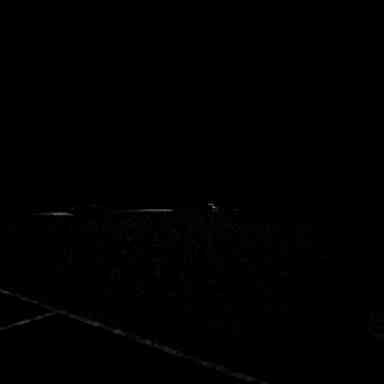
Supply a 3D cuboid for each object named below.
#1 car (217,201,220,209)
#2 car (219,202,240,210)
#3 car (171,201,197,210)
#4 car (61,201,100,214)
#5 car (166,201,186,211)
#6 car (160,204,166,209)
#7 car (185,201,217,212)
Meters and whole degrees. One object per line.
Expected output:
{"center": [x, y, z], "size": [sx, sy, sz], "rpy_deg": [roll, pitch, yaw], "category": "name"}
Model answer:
{"center": [4.865, 2.535, 63.802], "size": [2.128, 1.511, 4.902], "rpy_deg": [0, -1, 36], "category": "car"}
{"center": [7.505, 2.603, 61.905], "size": [1.994, 1.385, 4.181], "rpy_deg": [0, -1, 36], "category": "car"}
{"center": [-1.371, 2.424, 60.698], "size": [2.128, 1.511, 4.902], "rpy_deg": [0, -1, 36], "category": "car"}
{"center": [-14.061, 2.042, 43.173], "size": [1.812, 1.442, 4.674], "rpy_deg": [0, -1, 35], "category": "car"}
{"center": [-1.433, 2.328, 54.954], "size": [2.128, 1.511, 4.902], "rpy_deg": [0, -1, 36], "category": "car"}
{"center": [-3.835, 2.548, 62.830], "size": [1.895, 1.301, 4.718], "rpy_deg": [0, -1, 36], "category": "car"}
{"center": [1.508, 2.345, 53.468], "size": [1.837, 1.490, 4.892], "rpy_deg": [0, -1, 36], "category": "car"}
